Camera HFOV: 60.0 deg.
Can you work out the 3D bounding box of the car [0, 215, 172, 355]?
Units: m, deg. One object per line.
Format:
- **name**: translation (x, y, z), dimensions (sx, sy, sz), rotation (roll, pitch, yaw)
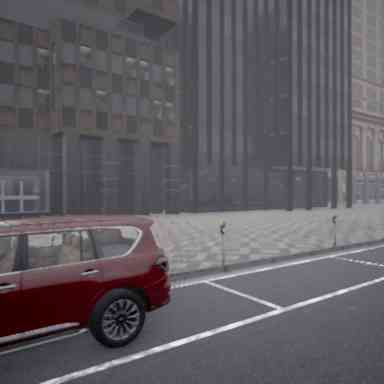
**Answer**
- **car**: translation (-2.655, 1.315, 4.759), dimensions (5.009, 1.841, 2.192), rotation (0, 0, -35)
